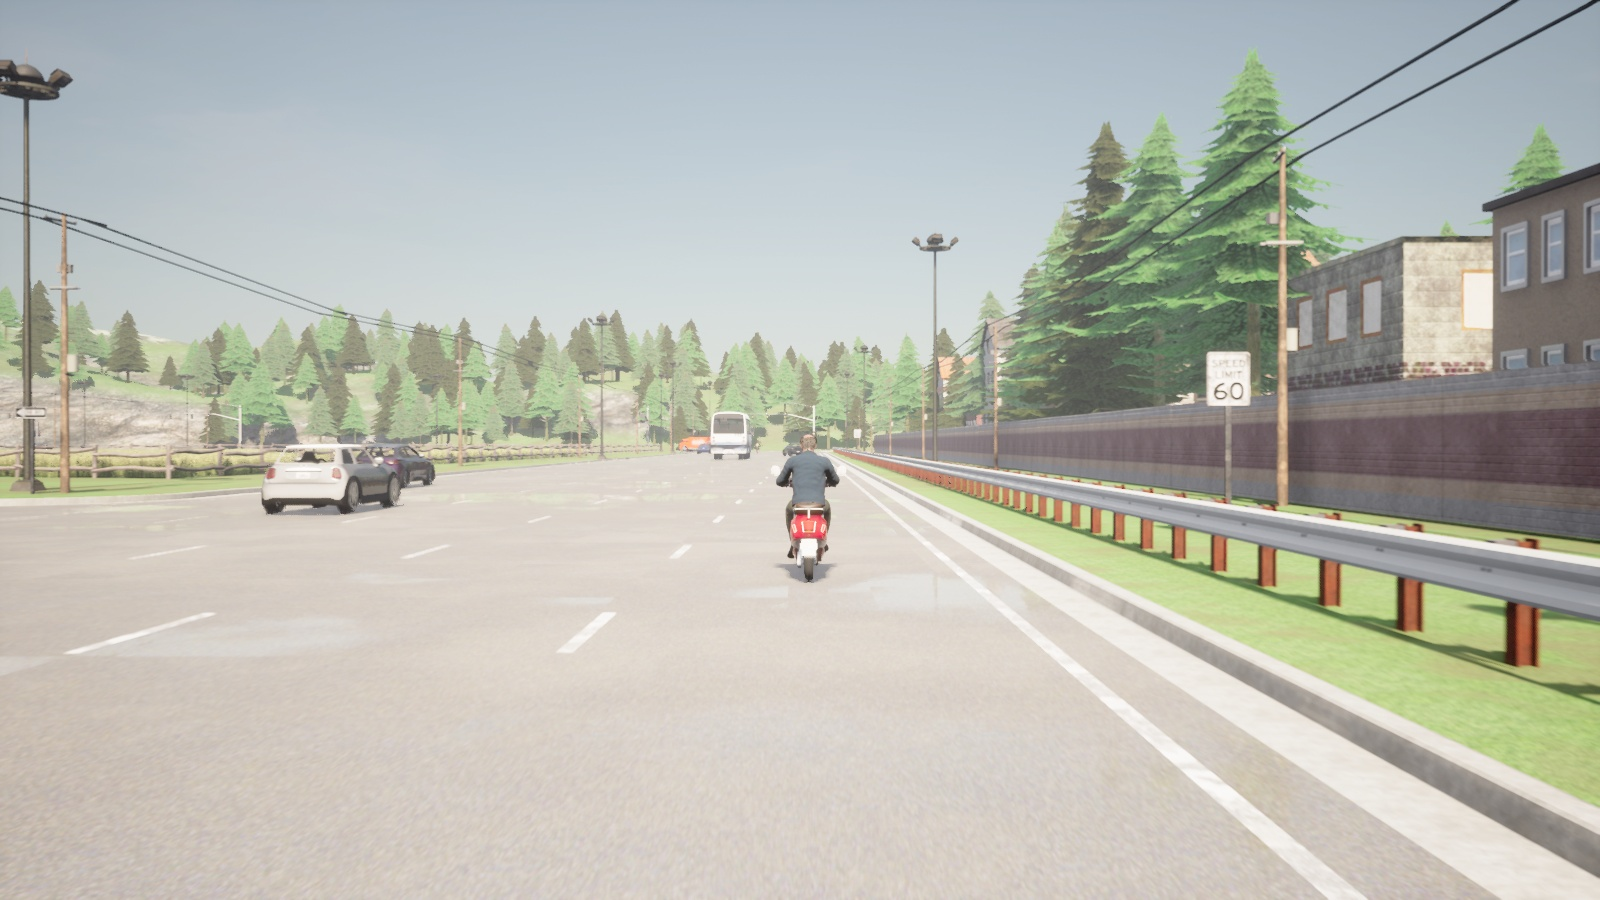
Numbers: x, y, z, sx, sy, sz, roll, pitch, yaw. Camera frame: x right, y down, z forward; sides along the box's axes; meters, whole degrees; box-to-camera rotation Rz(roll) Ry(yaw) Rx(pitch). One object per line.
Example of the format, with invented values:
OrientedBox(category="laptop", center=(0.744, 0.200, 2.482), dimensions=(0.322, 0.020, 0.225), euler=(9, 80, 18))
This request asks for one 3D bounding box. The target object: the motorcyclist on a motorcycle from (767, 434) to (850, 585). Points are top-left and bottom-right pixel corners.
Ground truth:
OrientedBox(category="motorcyclist on a motorcycle", center=(0.096, 0.620, 14.118), dimensions=(0.866, 1.590, 1.817), euler=(0, 0, 0))

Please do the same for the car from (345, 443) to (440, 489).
OrientedBox(category="car", center=(-13.742, 0.509, 42.584), dimensions=(1.816, 1.474, 4.193), euler=(0, 0, 0))

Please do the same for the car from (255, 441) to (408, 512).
OrientedBox(category="car", center=(-10.325, 0.546, 27.969), dimensions=(1.970, 1.475, 3.806), euler=(0, 0, 0))
